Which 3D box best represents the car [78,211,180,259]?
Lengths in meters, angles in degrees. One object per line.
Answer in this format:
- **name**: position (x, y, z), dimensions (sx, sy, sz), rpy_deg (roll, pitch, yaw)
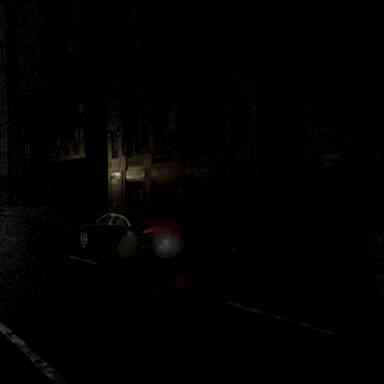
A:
- **car**: position (-2.538, 1.461, 12.541), dimensions (2.128, 1.511, 4.902), rpy_deg (-2, 1, -45)
